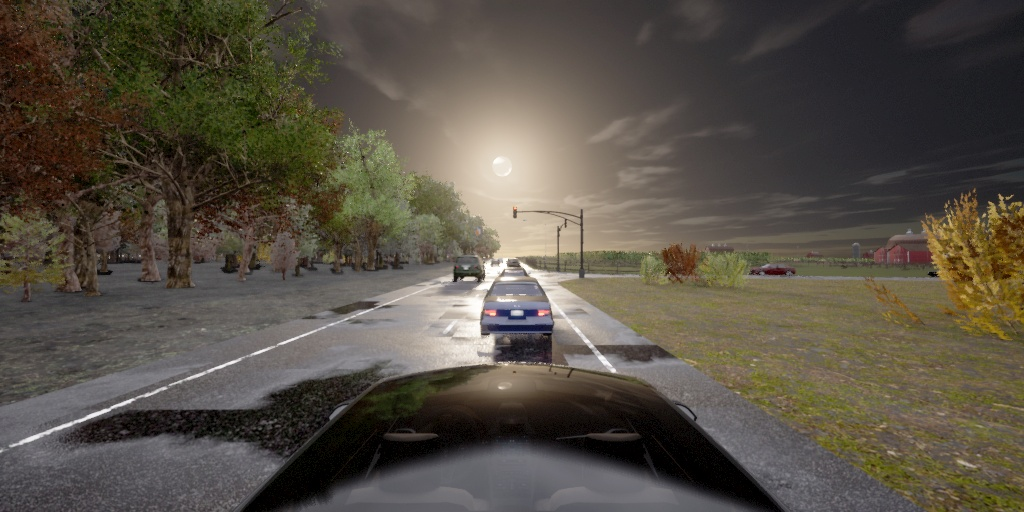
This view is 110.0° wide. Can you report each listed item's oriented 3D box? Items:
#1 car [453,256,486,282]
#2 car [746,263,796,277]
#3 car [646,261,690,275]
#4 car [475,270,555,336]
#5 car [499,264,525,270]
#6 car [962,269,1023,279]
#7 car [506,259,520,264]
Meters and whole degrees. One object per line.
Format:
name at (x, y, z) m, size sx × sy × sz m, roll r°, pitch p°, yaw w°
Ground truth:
car at (-3.385, 0.977, 29.105) m, size 2.150 × 2.045 × 5.566 m, roll 0°, pitch 0°, yaw 0°
car at (30.064, 1.611, 41.694) m, size 5.008 × 1.535 × 1.882 m, roll 0°, pitch -1°, yaw 0°
car at (18.102, 1.356, 41.782) m, size 4.553 × 1.767 × 2.097 m, roll 1°, pitch -1°, yaw 1°
car at (0.105, 1.299, 10.387) m, size 2.033 × 1.411 × 5.357 m, roll 0°, pitch 0°, yaw 0°
car at (0.114, 1.317, 19.629) m, size 1.994 × 1.385 × 4.181 m, roll 0°, pitch 0°, yaw 0°
car at (51.435, 1.907, 37.956) m, size 4.718 × 1.301 × 1.895 m, roll 1°, pitch -1°, yaw 1°
car at (0.216, 1.257, 55.385) m, size 1.837 × 1.490 × 4.892 m, roll -1°, pitch 0°, yaw -4°
